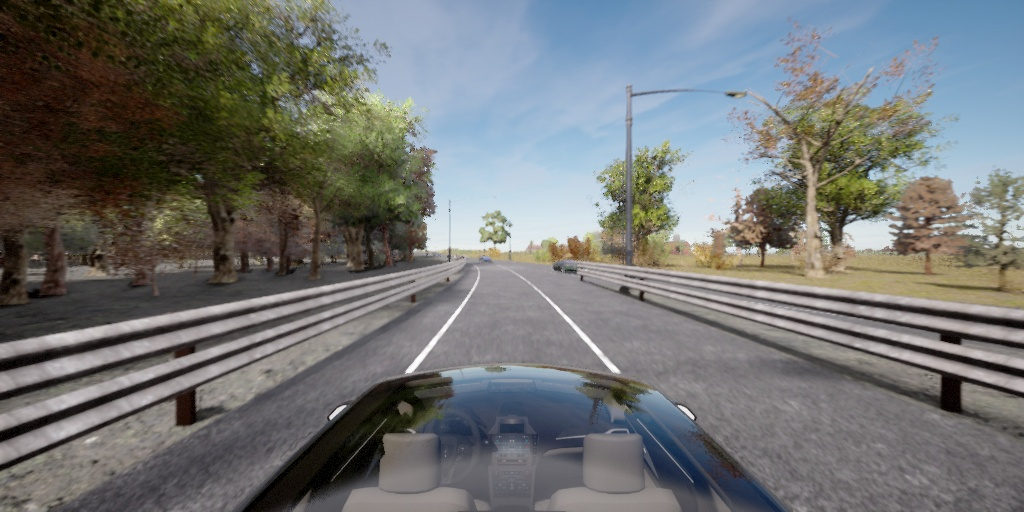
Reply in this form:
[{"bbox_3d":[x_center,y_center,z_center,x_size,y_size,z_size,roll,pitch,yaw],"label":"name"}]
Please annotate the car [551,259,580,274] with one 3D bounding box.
[{"bbox_3d":[5.604,1.030,37.323,1.994,1.385,4.181,1,1,-16],"label":"car"}]
